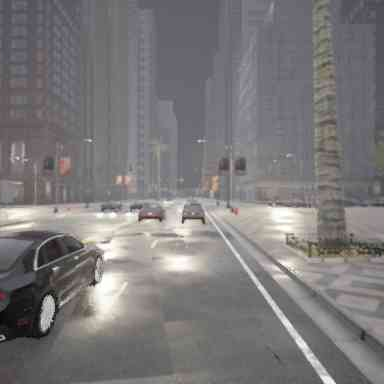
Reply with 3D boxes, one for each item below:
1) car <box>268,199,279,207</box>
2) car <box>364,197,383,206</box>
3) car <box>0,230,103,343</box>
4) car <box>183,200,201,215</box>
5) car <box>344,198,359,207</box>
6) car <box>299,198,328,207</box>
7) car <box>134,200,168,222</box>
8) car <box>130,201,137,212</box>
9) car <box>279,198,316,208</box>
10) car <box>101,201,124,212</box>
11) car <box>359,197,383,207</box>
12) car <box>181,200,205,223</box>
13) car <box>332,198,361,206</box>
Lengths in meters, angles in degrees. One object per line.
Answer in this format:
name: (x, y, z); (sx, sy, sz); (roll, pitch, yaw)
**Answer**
car: (15.146, 1.793, 56.797); (4.313, 1.339, 1.947); (0, -1, -1)
car: (32.062, 1.619, 57.073); (4.097, 1.590, 1.967); (0, -1, -1)
car: (-3.155, 1.509, 6.552); (1.837, 1.490, 4.892); (0, 0, 0)
car: (0.022, 1.617, 36.532); (1.837, 1.490, 4.892); (0, 0, 1)
car: (20.920, 1.399, 48.368); (5.009, 1.841, 2.192); (0, -1, -1)
car: (20.786, 1.775, 56.889); (4.313, 1.339, 1.947); (0, -1, -1)
car: (-3.169, 1.622, 27.142); (1.994, 1.385, 4.181); (0, 0, 0)
car: (-6.530, 1.747, 41.569); (1.895, 1.301, 4.718); (0, 0, 0)
car: (15.282, 1.685, 48.274); (4.206, 1.307, 1.802); (0, -1, -1)
car: (-9.786, 1.742, 40.925); (1.895, 1.301, 4.718); (0, 0, 0)
car: (26.558, 1.635, 48.457); (4.313, 1.339, 1.947); (0, -1, -1)
car: (0.089, 1.601, 26.040); (2.033, 1.411, 5.357); (0, 0, 0)
car: (26.424, 1.775, 56.980); (4.206, 1.307, 1.802); (0, -1, -1)
